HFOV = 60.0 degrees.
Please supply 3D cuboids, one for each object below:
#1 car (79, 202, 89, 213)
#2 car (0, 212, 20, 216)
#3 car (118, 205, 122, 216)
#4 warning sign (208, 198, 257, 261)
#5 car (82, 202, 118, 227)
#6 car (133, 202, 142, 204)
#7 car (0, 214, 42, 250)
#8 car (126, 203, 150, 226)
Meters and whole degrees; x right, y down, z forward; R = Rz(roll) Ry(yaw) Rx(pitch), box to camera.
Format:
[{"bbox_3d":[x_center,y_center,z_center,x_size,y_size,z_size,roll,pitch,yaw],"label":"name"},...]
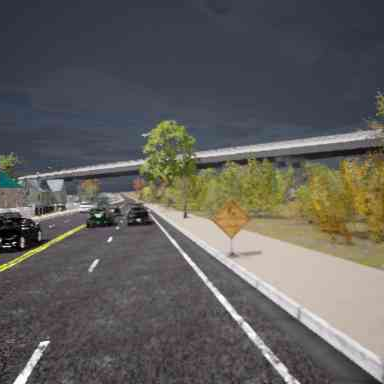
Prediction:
[{"bbox_3d":[-20.548,2.939,64.840,2.150,2.045,5.566,-3,-1,-9],"label":"car"},{"bbox_3d":[-13.874,2.310,24.454,2.097,1.767,4.553,-3,-1,-9],"label":"car"},{"bbox_3d":[-10.602,2.486,45.116,2.128,1.511,4.902,-3,0,-9],"label":"car"},{"bbox_3d":[1.261,1.146,10.657,1.300,1.860,1.060,-1,1,-10],"label":"warning sign"},{"bbox_3d":[-8.042,2.050,29.436,2.097,1.767,4.553,-3,-1,-9],"label":"car"},{"bbox_3d":[-7.188,2.154,44.286,2.097,1.767,4.553,-3,-1,-9],"label":"car"},{"bbox_3d":[-9.427,2.163,17.562,1.837,1.490,4.892,-3,-1,-9],"label":"car"},{"bbox_3d":[-4.697,2.024,29.115,1.837,1.490,4.892,-3,-1,-9],"label":"car"}]
